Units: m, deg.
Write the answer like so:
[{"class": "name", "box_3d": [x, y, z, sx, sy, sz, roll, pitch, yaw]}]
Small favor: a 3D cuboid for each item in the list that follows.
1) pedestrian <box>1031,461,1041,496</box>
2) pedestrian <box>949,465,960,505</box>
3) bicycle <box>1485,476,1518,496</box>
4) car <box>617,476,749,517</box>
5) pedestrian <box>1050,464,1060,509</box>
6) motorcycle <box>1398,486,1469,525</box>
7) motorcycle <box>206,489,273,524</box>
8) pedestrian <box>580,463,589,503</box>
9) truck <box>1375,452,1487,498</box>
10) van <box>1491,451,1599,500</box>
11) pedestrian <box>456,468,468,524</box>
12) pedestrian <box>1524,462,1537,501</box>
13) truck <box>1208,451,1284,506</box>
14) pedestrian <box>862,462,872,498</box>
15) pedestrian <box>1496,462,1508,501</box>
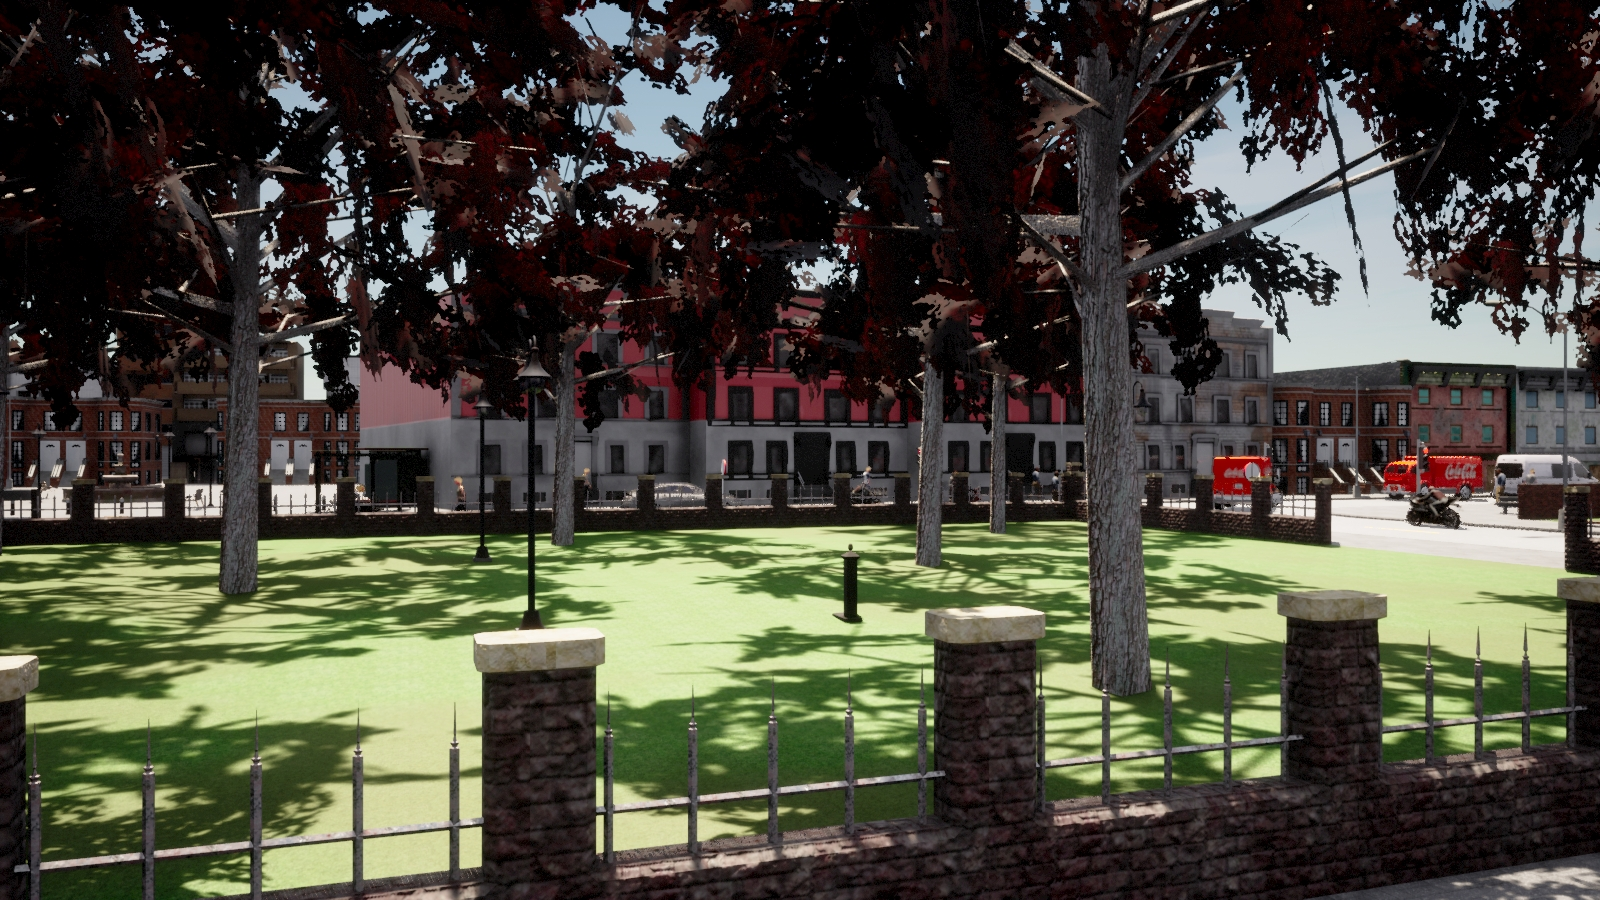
[{"class": "pedestrian", "box_3d": [12.631, 1.524, 61.157, 0.375, 1.860, 0.375, 0, 0, -21]}, {"class": "pedestrian", "box_3d": [7.292, 1.629, 53.858, 0.375, 1.860, 0.375, 0, 0, -19]}, {"class": "bicycle", "box_3d": [40.060, 2.036, 65.248, 1.487, 1.080, 0.859, 0, 0, -18]}, {"class": "car", "box_3d": [-4.682, 1.826, 45.705, 4.902, 1.511, 2.128, 0, 0, -19]}, {"class": "pedestrian", "box_3d": [10.627, 1.525, 47.636, 0.375, 1.860, 0.375, 0, 0, 15]}, {"class": "motorcycle", "box_3d": [22.892, 1.985, 41.327, 0.867, 1.251, 2.209, 0, 0, -20]}, {"class": "motorcycle", "box_3d": [-19.858, 1.994, 40.532, 2.033, 1.145, 0.803, -1, 0, -19]}, {"class": "pedestrian", "box_3d": [-10.073, 1.524, 53.347, 0.375, 1.860, 0.375, 0, 0, -21]}, {"class": "truck", "box_3d": [35.004, 1.348, 63.458, 5.204, 2.467, 2.627, 0, 0, -19]}, {"class": "van", "box_3d": [40.121, 1.314, 61.156, 5.915, 2.561, 1.988, 0, 0, -18]}, {"class": "pedestrian", "box_3d": [-11.344, 1.523, 38.352, 0.375, 1.860, 0.375, 0, 0, -19]}, {"class": "pedestrian", "box_3d": [35.410, 1.515, 55.376, 0.375, 1.860, 0.375, 0, 0, -8]}, {"class": "truck", "box_3d": [21.249, 1.341, 54.280, 2.627, 2.467, 5.204, -1, -1, 29]}, {"class": "pedestrian", "box_3d": [3.407, 1.523, 58.184, 0.375, 1.860, 0.375, 0, 0, -22]}, {"class": "pedestrian", "box_3d": [33.690, 1.517, 54.820, 0.375, 1.860, 0.375, 0, 0, 9]}]
